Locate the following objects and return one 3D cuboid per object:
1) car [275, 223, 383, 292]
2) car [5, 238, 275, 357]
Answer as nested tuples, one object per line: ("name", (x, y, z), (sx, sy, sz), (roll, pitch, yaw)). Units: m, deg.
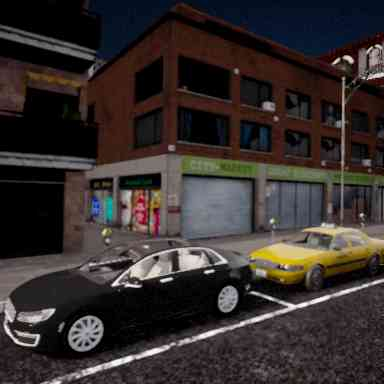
("car", (3.575, 1.567, 9.097), (4.829, 1.417, 1.752), (0, 1, -35))
("car", (-0.822, 1.565, 5.960), (4.403, 1.369, 2.008), (0, 1, -35))
